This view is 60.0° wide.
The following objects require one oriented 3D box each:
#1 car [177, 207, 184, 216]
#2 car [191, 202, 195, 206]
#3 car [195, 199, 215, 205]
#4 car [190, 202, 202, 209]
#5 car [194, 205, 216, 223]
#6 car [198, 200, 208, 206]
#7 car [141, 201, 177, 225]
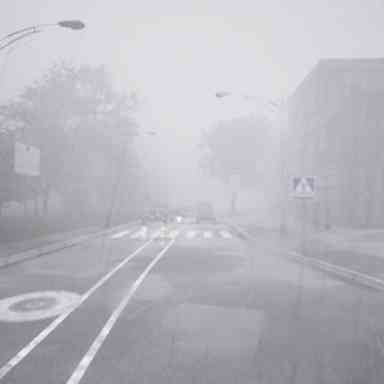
[{"bbox_3d":[-2.305,2.678,46.594,1.895,1.301,4.718,0,-2,4],"label":"car"},{"bbox_3d":[0.265,3.418,75.889,2.002,1.452,4.674,-2,0,6],"label":"car"},{"bbox_3d":[2.063,2.421,50.762,2.150,2.045,5.566,0,-2,3],"label":"car"},{"bbox_3d":[1.000,3.261,81.987,2.097,1.535,5.008,1,1,11],"label":"car"},{"bbox_3d":[1.357,2.197,31.982,2.033,1.411,5.357,0,-2,2],"label":"car"},{"bbox_3d":[3.112,3.143,92.308,2.002,1.452,4.674,-1,1,14],"label":"car"},{"bbox_3d":[-3.010,1.813,29.894,2.150,2.045,5.566,0,-2,5],"label":"car"}]
